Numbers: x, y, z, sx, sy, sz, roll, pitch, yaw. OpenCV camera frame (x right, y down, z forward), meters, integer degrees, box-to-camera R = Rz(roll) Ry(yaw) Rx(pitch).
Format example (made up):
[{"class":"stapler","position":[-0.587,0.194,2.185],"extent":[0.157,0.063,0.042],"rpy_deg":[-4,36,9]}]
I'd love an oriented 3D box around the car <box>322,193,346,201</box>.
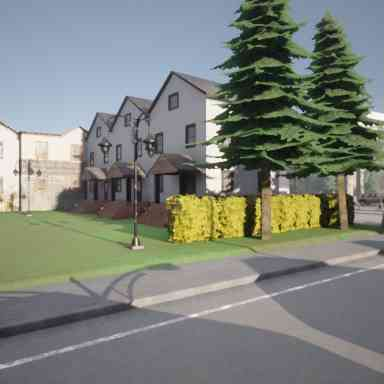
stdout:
[{"class":"car","position":[31.817,1.097,74.527],"extent":[1.932,1.855,4.605],"rpy_deg":[0,0,-36]}]

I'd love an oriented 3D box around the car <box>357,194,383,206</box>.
[{"class":"car","position":[26.957,1.097,49.072],"extent":[1.932,1.855,4.605],"rpy_deg":[0,0,-36]}]
